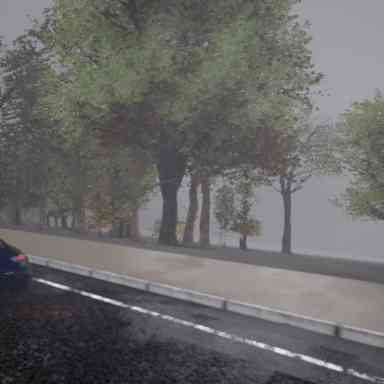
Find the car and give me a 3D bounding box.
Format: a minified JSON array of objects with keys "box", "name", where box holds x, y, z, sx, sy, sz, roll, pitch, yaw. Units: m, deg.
[{"box":[-5.546,1.499,7.640,4.181,1.385,1.994,0,0,35],"name":"car"}]
